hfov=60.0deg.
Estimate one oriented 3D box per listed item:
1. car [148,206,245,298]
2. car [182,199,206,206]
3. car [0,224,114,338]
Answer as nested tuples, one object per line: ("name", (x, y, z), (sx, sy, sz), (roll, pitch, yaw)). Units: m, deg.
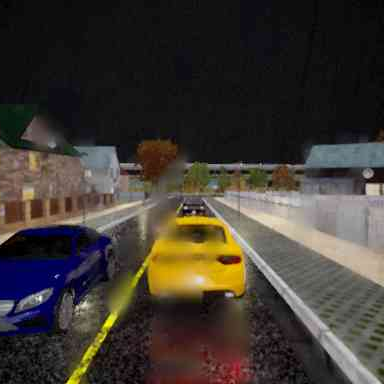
("car", (0.099, 1.352, 8.264), (1.882, 1.535, 5.008), (0, 1, 0))
("car", (0.153, 1.201, 27.400), (1.895, 1.301, 4.718), (0, 1, 0))
("car", (-2.836, 1.424, 6.652), (1.812, 1.442, 4.674), (0, 1, 0))
